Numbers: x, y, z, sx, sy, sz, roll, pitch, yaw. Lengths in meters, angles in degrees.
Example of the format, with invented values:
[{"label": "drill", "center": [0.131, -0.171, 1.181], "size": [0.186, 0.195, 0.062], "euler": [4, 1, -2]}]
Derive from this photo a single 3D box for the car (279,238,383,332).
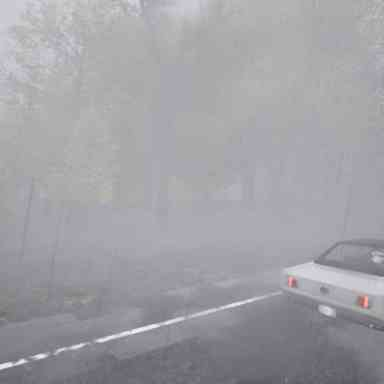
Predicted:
[{"label": "car", "center": [3.964, 1.597, 6.565], "size": [4.718, 1.301, 1.895], "euler": [0, 0, -35]}]
